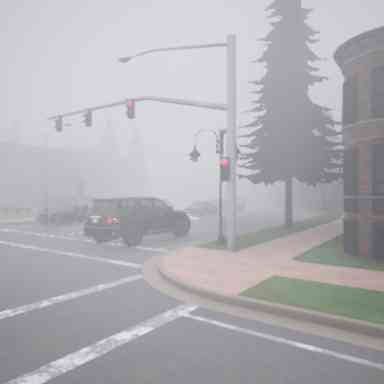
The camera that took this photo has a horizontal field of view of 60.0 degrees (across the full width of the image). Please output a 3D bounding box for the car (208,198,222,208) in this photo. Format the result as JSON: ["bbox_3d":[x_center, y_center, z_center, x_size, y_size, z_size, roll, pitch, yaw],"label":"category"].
[{"bbox_3d":[3.454,1.653,49.726,1.895,1.301,4.718,0,0,7],"label":"car"}]

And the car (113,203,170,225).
[{"bbox_3d":[-3.726,1.599,25.280,1.994,1.385,4.181,0,0,34],"label":"car"}]

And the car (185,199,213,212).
[{"bbox_3d":[0.908,1.609,40.174,1.994,1.385,4.181,0,0,21],"label":"car"}]

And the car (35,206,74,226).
[{"bbox_3d":[-8.748,1.643,24.138,1.895,1.301,4.718,0,0,35],"label":"car"}]

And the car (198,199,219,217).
[{"bbox_3d":[0.847,1.600,32.326,1.994,1.385,4.181,0,0,31],"label":"car"}]

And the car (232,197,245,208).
[{"bbox_3d":[7.087,1.553,51.016,1.837,1.490,4.892,0,0,6],"label":"car"}]

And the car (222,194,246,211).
[{"bbox_3d":[4.937,1.261,41.035,2.150,2.045,5.566,0,0,17],"label":"car"}]

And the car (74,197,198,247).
[{"bbox_3d":[-2.320,1.243,15.455,2.150,2.045,5.566,-1,-1,35],"label":"car"}]

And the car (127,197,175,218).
[{"bbox_3d":[-3.762,1.395,31.517,2.097,1.767,4.553,0,0,33],"label":"car"}]
